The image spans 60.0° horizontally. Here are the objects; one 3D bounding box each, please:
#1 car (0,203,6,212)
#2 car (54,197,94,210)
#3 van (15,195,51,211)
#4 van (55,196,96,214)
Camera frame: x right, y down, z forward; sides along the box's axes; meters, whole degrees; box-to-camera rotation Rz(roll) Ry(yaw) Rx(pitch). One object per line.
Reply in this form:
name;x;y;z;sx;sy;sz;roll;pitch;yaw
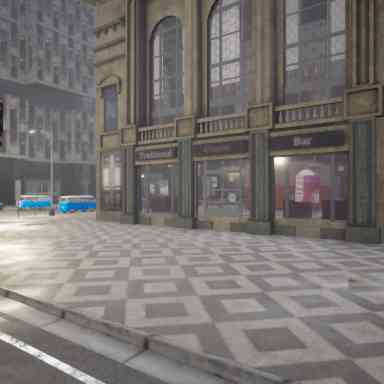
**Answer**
car;-21.822;1.510;34.529;2.008;1.369;4.403;0;0;36
car;-15.378;1.463;43.526;1.752;1.417;4.829;0;0;36
van;-18.550;1.289;39.097;1.690;1.788;3.998;0;0;36
van;-11.619;1.280;34.134;1.690;1.788;3.998;0;0;36
